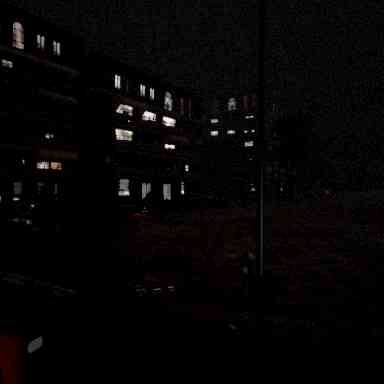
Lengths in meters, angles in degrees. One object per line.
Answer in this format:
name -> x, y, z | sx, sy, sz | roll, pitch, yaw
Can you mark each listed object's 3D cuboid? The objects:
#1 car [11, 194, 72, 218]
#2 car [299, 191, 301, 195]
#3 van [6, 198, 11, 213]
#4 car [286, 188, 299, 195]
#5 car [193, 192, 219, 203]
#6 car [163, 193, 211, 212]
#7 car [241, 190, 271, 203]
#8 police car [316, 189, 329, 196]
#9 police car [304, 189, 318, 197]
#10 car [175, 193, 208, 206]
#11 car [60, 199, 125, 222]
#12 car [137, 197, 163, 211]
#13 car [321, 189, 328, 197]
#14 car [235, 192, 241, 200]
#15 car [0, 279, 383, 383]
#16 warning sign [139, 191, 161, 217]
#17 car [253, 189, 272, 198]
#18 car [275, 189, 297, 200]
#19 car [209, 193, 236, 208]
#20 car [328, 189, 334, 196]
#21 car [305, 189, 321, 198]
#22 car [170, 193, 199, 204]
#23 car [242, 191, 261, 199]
car -> -11.607, 1.068, 26.899 | 2.097, 1.767, 4.553 | 1, 1, 35
car -> 27.536, 0.112, 88.045 | 1.887, 1.381, 4.507 | 2, 2, 35
van -> -13.636, 1.034, 28.493 | 1.690, 1.788, 3.998 | 2, 2, 35
car -> 24.371, -0.032, 83.458 | 2.192, 1.841, 5.009 | 2, 2, 35
car -> 2.198, 0.806, 51.401 | 2.008, 1.369, 4.403 | 2, 2, 35
car -> -0.412, 1.131, 32.893 | 1.887, 1.381, 4.507 | 2, 2, 35
car -> 9.090, 0.875, 46.635 | 2.008, 1.369, 4.403 | 2, 2, 35
police car -> 33.259, 0.036, 84.870 | 1.930, 1.638, 5.238 | 1, 1, 34
police car -> 27.449, 0.188, 76.729 | 1.930, 1.638, 5.238 | 0, 1, 32
car -> 0.025, 0.899, 43.704 | 1.837, 1.490, 4.892 | 1, 1, 35
car -> -6.746, 1.328, 23.734 | 1.947, 1.339, 4.313 | 2, 2, 35
car -> -3.226, 1.183, 33.420 | 1.895, 1.301, 4.718 | 1, 1, 35
car -> 28.094, 0.358, 74.118 | 2.008, 1.369, 4.403 | 2, 2, 35
car -> 8.533, 0.648, 60.563 | 1.947, 1.339, 4.313 | 2, 2, 35
car -> -0.330, 1.544, 3.102 | 4.507, 1.381, 1.887 | 0, 0, 35
warning sign -> -3.130, 0.850, 24.821 | 1.300, 1.860, 1.060 | -1, 0, 35
car -> 14.870, 0.225, 69.718 | 2.192, 1.841, 5.009 | 2, 2, 35
car -> 15.522, 0.674, 55.936 | 1.752, 1.417, 4.829 | 2, 2, 35
car -> 2.756, 1.049, 37.474 | 2.008, 1.369, 4.403 | 2, 2, 35
car -> 34.430, 0.077, 83.277 | 1.967, 1.590, 4.097 | 2, 2, 35
car -> 24.928, 0.444, 69.539 | 2.008, 1.369, 4.403 | 2, 2, 35
car -> -0.969, 0.908, 46.821 | 1.947, 1.339, 4.313 | 2, 2, 35
car -> 11.603, 0.523, 65.002 | 1.752, 1.417, 4.829 | 2, 2, 35
